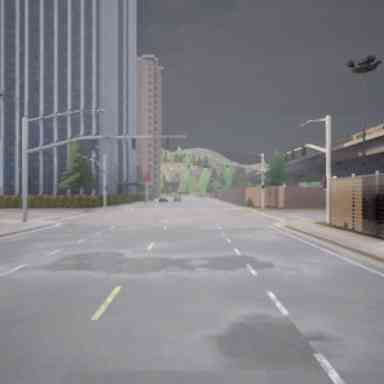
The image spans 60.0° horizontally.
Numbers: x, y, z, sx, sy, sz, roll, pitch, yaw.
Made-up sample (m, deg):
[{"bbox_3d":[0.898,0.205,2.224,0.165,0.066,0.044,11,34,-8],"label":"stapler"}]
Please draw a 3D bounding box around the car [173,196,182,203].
[{"bbox_3d":[-3.485,1.829,80.069,1.837,1.490,4.892,0,0,0],"label":"car"}]

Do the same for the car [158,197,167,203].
[{"bbox_3d":[-6.985,1.924,80.040,1.895,1.301,4.718,0,0,0],"label":"car"}]
